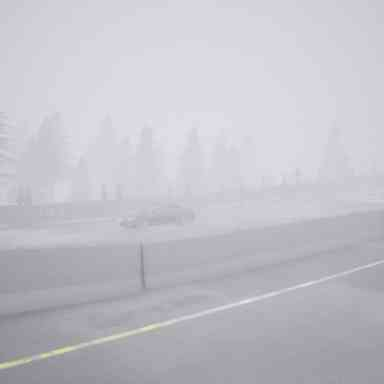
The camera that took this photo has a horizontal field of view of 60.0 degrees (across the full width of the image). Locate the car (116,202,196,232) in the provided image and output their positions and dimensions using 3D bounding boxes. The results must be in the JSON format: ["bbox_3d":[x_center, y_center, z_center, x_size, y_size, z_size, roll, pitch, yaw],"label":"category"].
[{"bbox_3d":[-2.041,1.381,19.676,4.902,1.511,2.128,-2,1,-35],"label":"car"}]
